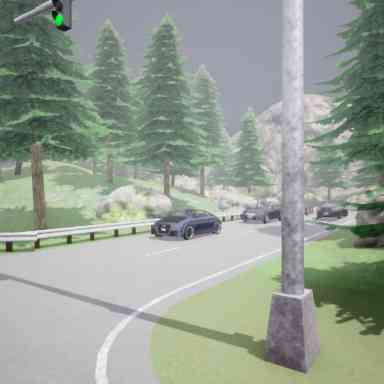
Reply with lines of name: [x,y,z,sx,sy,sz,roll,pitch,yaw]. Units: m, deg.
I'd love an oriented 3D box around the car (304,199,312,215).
car: [11.144,1.519,33.880,1.837,1.490,4.892,0,0,28]

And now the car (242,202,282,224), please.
car: [5.504,1.506,25.360,2.128,1.511,4.902,0,0,35]

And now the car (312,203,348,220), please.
car: [12.024,1.594,28.458,1.812,1.442,4.674,0,-1,34]

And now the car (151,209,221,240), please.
car: [-0.196,1.578,17.210,1.994,1.385,4.181,0,0,35]
